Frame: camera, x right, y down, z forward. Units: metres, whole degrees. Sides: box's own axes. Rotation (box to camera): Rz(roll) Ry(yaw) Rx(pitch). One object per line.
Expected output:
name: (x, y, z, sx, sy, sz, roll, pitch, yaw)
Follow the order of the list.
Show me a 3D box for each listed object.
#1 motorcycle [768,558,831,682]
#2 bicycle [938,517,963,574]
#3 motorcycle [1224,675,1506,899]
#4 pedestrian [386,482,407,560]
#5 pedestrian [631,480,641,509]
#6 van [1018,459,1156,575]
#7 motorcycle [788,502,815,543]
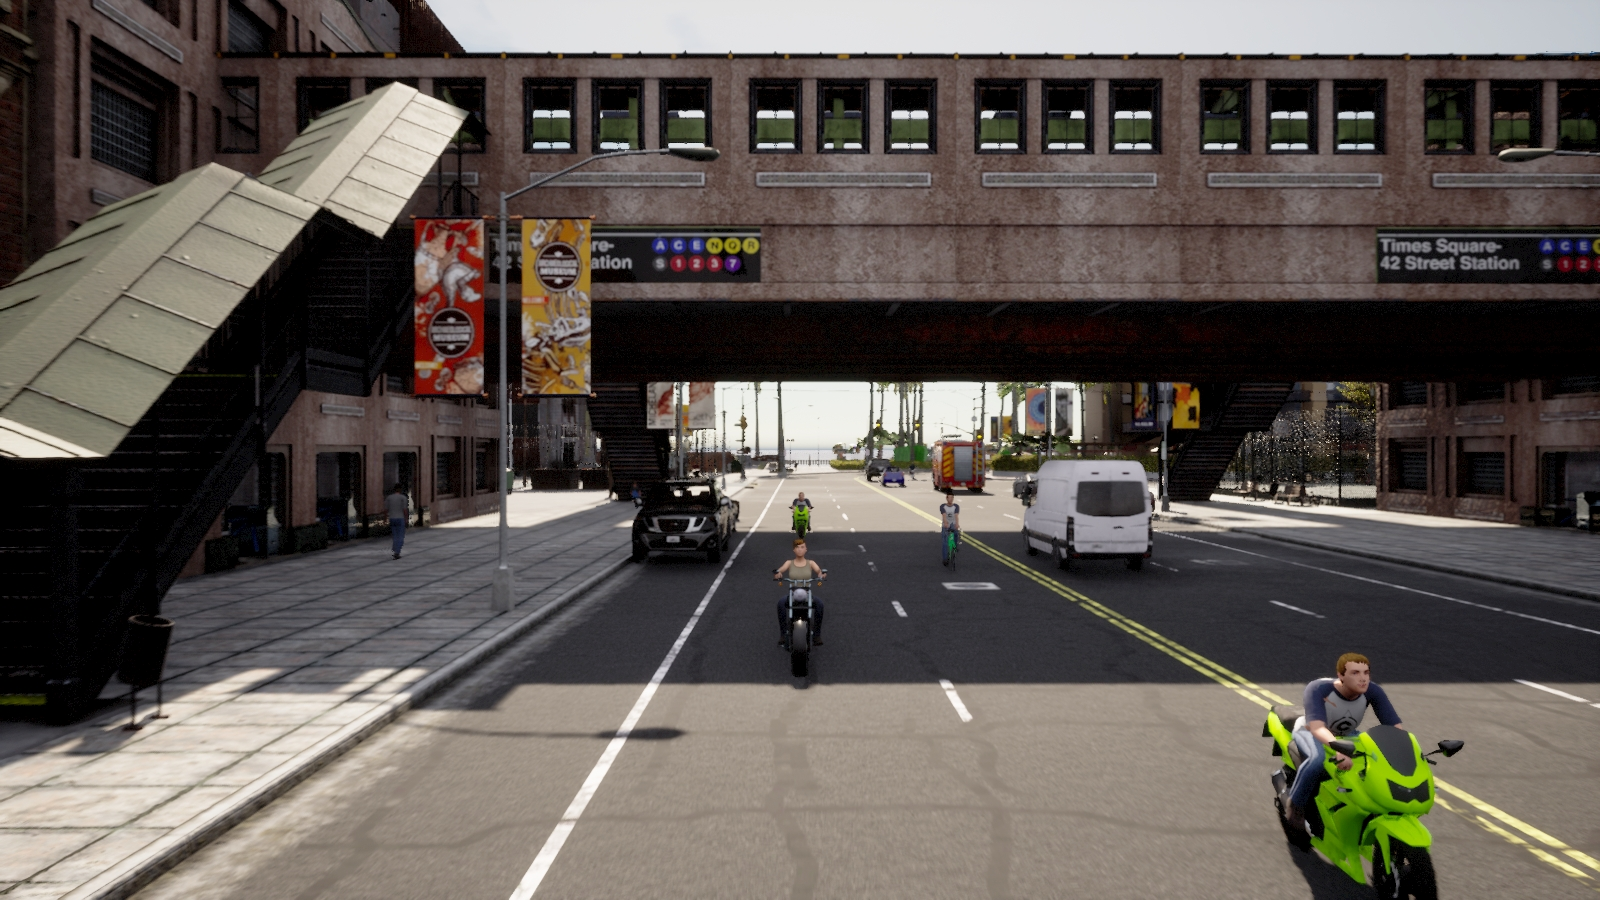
motorcycle: (0.000, 2.170, 15.002, 0.764, 1.277, 2.356, 0, 0, 0)
bicycle: (3.512, 2.206, 26.647, 0.373, 1.196, 1.643, 0, 0, 0)
motorcycle: (3.501, 2.213, 7.328, 0.803, 1.145, 2.033, 0, 0, 0)
pedestrian: (-9.745, 1.697, 27.595, 0.375, 1.860, 0.375, 0, 0, 5)
pedestrian: (-7.357, 1.976, 51.146, 0.375, 1.300, 0.375, 0, 0, 6)
van: (7.003, 1.534, 28.610, 1.988, 2.561, 5.915, 0, 0, 0)
motorcycle: (0.040, 2.213, 35.114, 0.803, 1.145, 2.033, 0, 0, 0)
